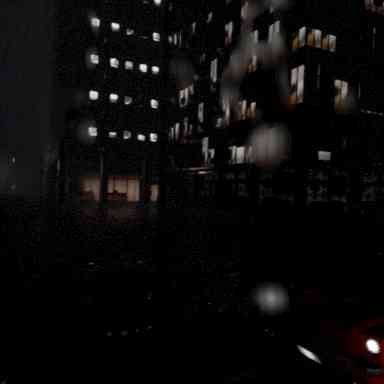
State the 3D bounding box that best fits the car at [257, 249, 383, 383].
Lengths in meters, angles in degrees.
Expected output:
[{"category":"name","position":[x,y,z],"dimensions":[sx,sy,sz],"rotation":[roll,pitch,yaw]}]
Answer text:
[{"category":"car","position":[3.292,1.561,4.826],"dimensions":[4.718,1.301,1.895],"rotation":[1,1,-28]}]
